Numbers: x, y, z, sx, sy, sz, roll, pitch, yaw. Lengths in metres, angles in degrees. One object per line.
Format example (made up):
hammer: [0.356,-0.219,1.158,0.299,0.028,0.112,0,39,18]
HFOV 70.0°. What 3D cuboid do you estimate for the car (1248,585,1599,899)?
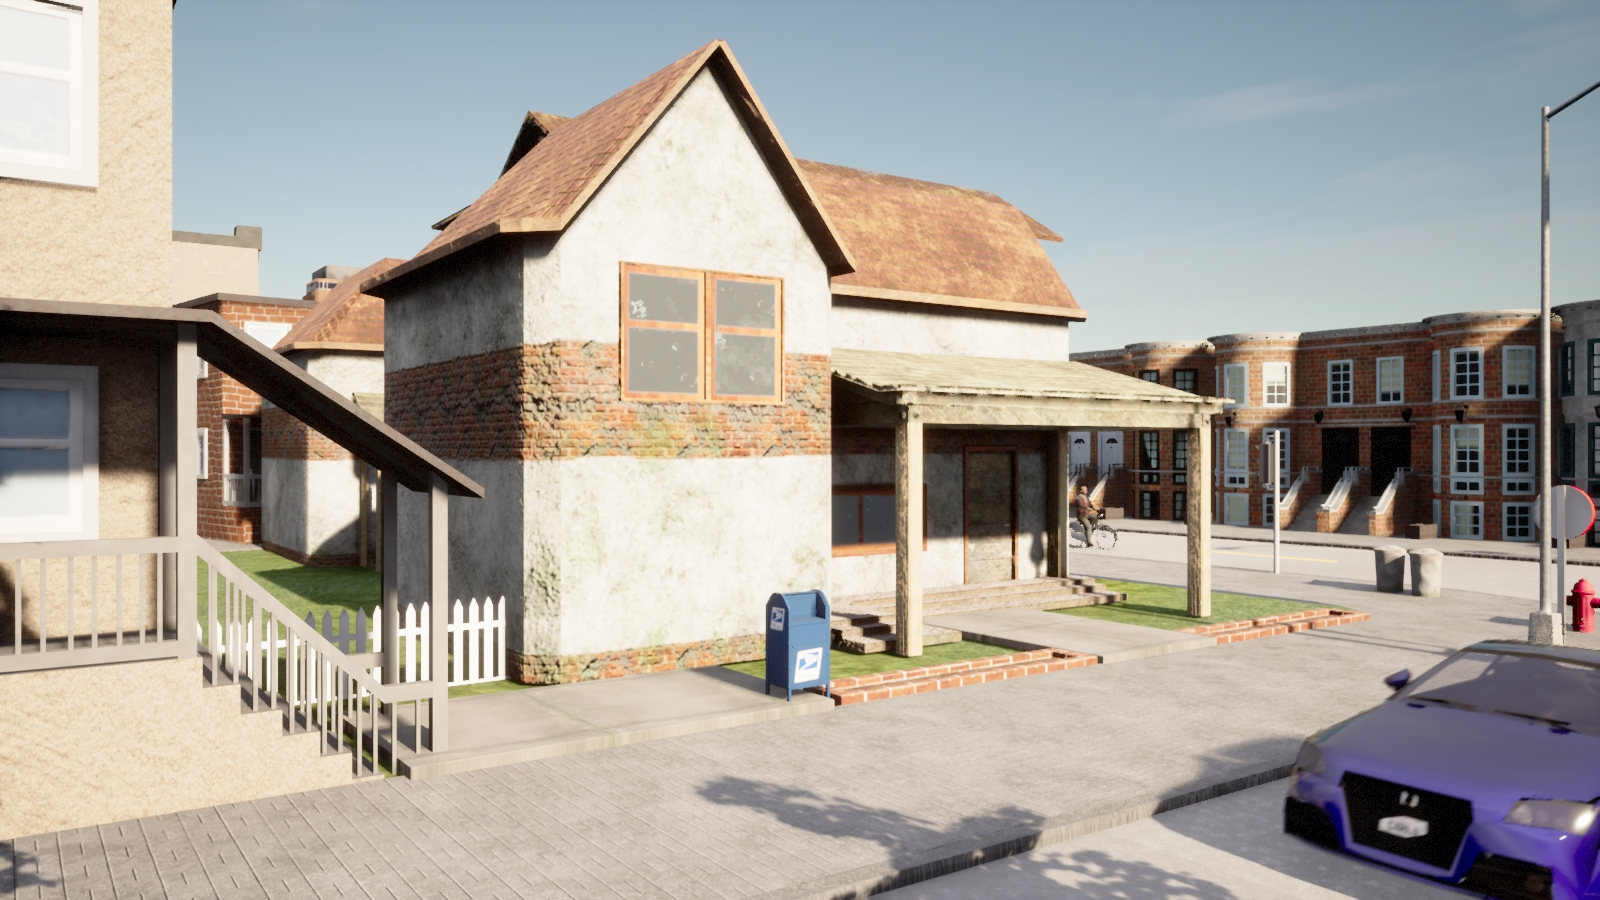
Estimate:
car: [5.316,1.895,8.118,4.181,1.385,1.994,0,0,-35]
